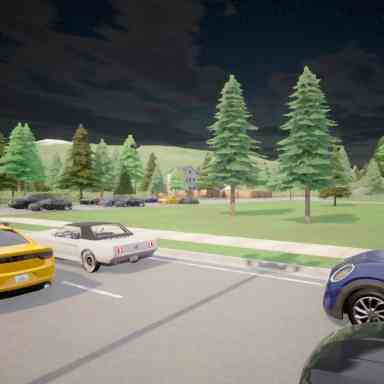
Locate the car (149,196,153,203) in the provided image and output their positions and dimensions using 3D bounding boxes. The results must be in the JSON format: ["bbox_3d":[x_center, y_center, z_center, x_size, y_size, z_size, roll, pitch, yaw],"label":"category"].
[{"bbox_3d":[-8.089,1.526,65.838,1.812,1.442,4.674,0,0,37],"label":"car"}]

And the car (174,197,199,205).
[{"bbox_3d":[-0.590,1.564,58.368,1.994,1.385,4.181,0,0,36],"label":"car"}]

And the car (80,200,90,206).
[{"bbox_3d":[-16.108,1.601,54.925,1.895,1.301,4.718,0,0,36],"label":"car"}]

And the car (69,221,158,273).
[{"bbox_3d":[-3.453,1.601,10.738,4.718,1.301,1.895,0,0,35],"label":"car"}]

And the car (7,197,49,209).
[{"bbox_3d":[-22.609,1.478,46.024,1.882,1.535,5.008,0,0,36],"label":"car"}]

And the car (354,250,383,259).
[{"bbox_3d":[4.480,1.352,5.081,4.553,1.767,2.097,0,0,36],"label":"car"}]

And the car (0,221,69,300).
[{"bbox_3d":[-5.235,1.478,7.708,5.008,1.535,1.882,0,0,35],"label":"car"}]

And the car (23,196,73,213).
[{"bbox_3d":[-15.860,1.505,37.459,1.837,1.490,4.892,0,0,36],"label":"car"}]

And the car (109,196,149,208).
[{"bbox_3d":[-8.865,1.505,47.049,1.837,1.490,4.892,0,0,36],"label":"car"}]

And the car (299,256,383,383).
[{"bbox_3d":[3.085,1.505,1.775,4.892,1.490,1.837,0,0,35],"label":"car"}]

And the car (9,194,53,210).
[{"bbox_3d":[-20.482,1.223,43.001,2.150,2.045,5.566,0,0,36],"label":"car"}]

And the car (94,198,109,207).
[{"bbox_3d":[-11.561,1.351,49.290,2.097,1.767,4.553,0,0,36],"label":"car"}]

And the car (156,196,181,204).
[{"bbox_3d":[-4.580,1.491,64.724,2.128,1.511,4.902,0,0,37],"label":"car"}]

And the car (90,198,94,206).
[{"bbox_3d":[-13.286,1.601,52.858,1.895,1.301,4.718,0,0,36],"label":"car"}]

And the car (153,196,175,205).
[{"bbox_3d":[-4.051,1.478,59.563,1.882,1.535,5.008,0,0,36],"label":"car"}]
